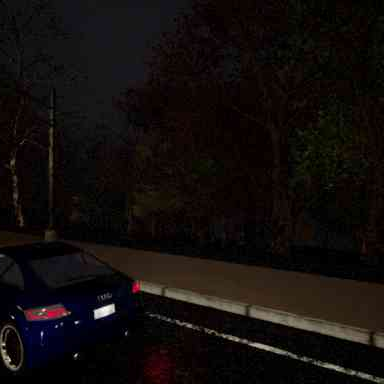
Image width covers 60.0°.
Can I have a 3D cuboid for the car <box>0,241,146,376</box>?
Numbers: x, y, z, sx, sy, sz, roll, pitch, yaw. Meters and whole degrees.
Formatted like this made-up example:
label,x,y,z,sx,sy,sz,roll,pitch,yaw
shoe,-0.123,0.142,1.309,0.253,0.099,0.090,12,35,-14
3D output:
label,x,y,z,sx,sy,sz,roll,pitch,yaw
car,-2.775,1.563,5.647,4.181,1.385,1.994,0,0,37
